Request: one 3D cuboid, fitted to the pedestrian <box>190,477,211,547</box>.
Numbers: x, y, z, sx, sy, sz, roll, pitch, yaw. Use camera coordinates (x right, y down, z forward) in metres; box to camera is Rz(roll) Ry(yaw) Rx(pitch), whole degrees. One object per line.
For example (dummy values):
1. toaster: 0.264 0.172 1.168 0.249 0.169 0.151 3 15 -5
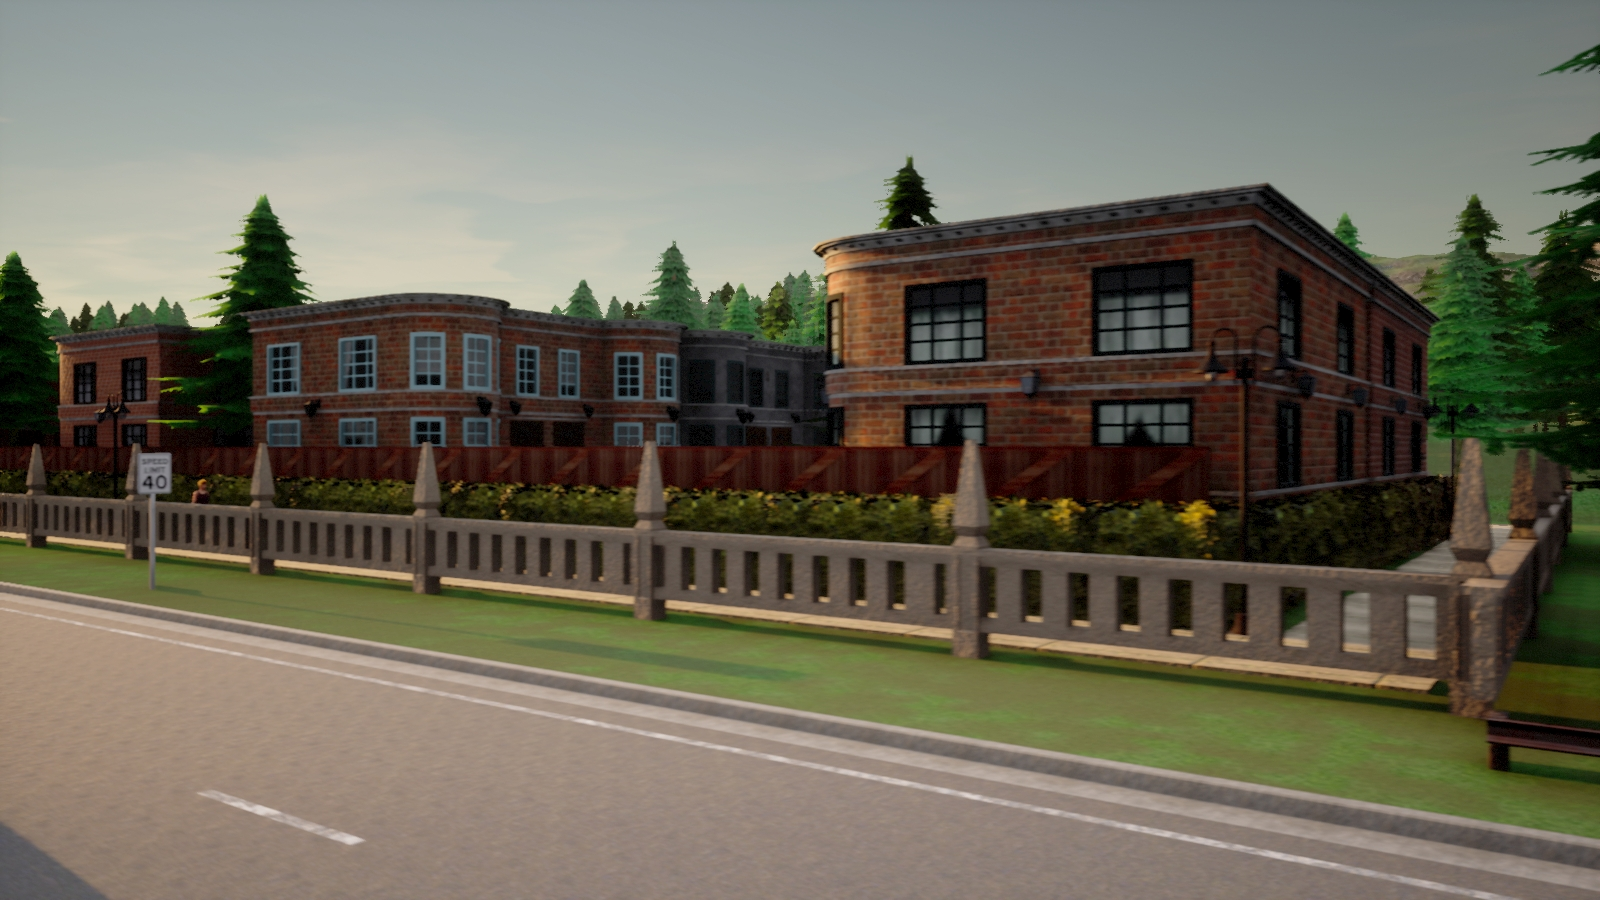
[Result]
1. pedestrian: -16.200 1.656 30.871 0.375 1.860 0.375 0 0 35
